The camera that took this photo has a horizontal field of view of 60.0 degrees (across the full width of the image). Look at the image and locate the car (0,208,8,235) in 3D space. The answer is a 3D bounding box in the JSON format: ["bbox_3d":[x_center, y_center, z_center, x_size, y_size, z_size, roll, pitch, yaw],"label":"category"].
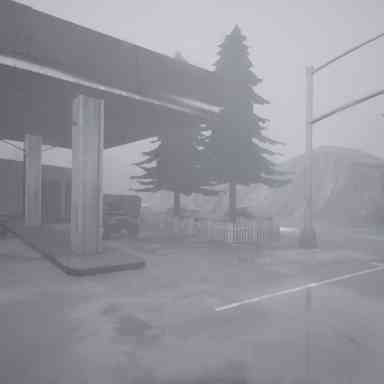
[{"bbox_3d":[-11.639,1.520,18.489,2.242,1.667,4.611,1,0,-36],"label":"car"}]

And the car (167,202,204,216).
[{"bbox_3d":[-0.712,1.722,31.878,1.812,1.442,4.674,1,0,-35],"label":"car"}]

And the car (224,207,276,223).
[{"bbox_3d":[4.207,1.818,24.881,1.994,1.385,4.181,1,0,-35],"label":"car"}]

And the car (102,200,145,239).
[{"bbox_3d":[-4.508,1.446,18.283,1.905,1.878,3.866,1,0,-36],"label":"car"}]

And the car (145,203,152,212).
[{"bbox_3d":[-6.580,1.654,40.204,1.812,1.442,4.674,1,0,-35],"label":"car"}]
